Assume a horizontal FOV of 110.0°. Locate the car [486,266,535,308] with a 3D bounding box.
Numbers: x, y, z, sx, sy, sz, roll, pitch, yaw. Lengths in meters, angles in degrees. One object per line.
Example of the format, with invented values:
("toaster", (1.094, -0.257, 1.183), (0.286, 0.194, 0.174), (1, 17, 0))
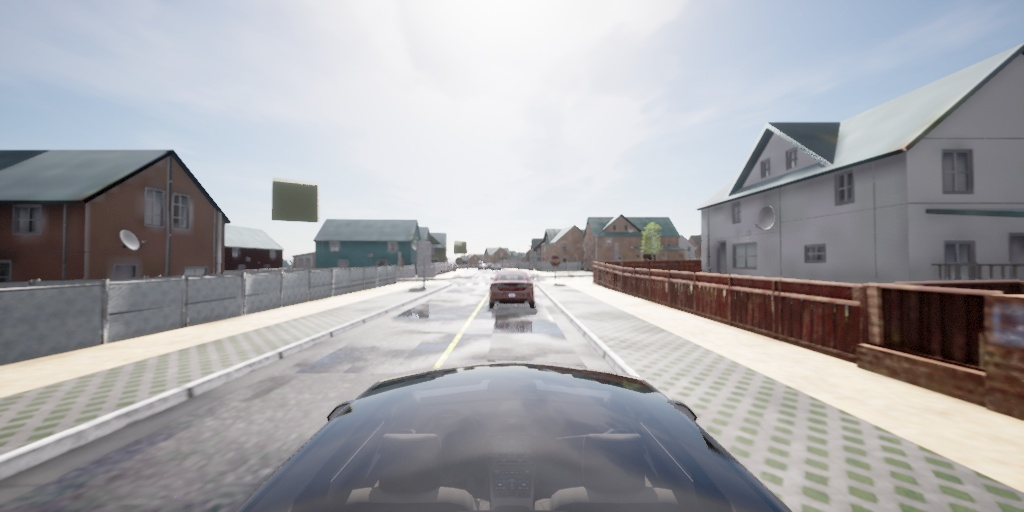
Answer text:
("car", (0.006, 1.383, 16.323), (1.882, 1.535, 5.008), (0, 0, 0))
